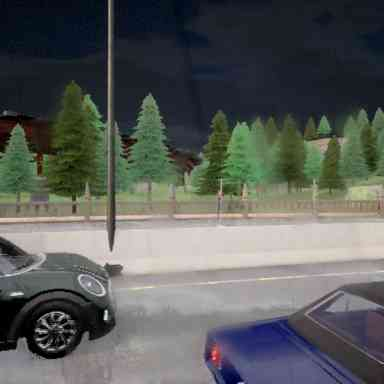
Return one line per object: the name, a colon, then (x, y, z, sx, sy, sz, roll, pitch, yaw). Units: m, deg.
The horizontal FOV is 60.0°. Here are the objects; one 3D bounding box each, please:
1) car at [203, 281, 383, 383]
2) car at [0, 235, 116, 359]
car: (2.609, 1.601, 3.157, 4.718, 1.301, 1.895, 0, 0, -14)
car: (-3.477, 1.352, 4.983, 4.553, 1.767, 2.097, 0, 0, -18)
